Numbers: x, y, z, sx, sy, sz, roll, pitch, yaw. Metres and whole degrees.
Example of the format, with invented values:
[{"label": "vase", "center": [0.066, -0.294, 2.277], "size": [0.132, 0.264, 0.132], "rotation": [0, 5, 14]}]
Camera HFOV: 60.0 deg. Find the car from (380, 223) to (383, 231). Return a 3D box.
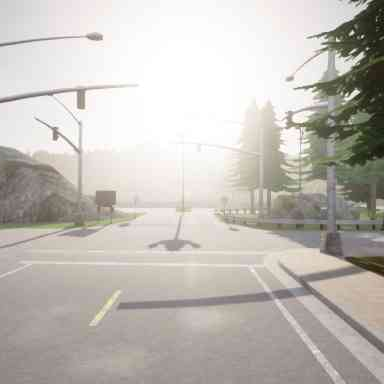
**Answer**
[{"label": "car", "center": [15.040, 2.057, 21.130], "size": [5.357, 1.411, 2.033], "rotation": [0, -1, -2]}]
